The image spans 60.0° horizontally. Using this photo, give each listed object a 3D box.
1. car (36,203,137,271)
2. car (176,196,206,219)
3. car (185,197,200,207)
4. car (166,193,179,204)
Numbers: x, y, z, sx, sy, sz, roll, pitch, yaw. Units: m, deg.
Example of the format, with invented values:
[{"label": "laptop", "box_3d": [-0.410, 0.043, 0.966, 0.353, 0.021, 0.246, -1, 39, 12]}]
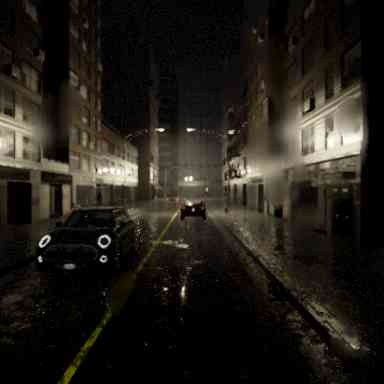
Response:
[{"label": "car", "box_3d": [-3.099, 1.280, 10.650, 2.097, 1.767, 4.553, 0, 0, 0]}, {"label": "car", "box_3d": [0.102, 1.331, 27.017, 2.163, 1.488, 4.792, 0, 0, 0]}, {"label": "car", "box_3d": [0.101, 1.318, 45.041, 1.895, 1.301, 4.718, 0, 0, 0]}, {"label": "car", "box_3d": [-3.056, 1.023, 53.946, 2.097, 1.767, 4.553, 0, 0, 0]}]
